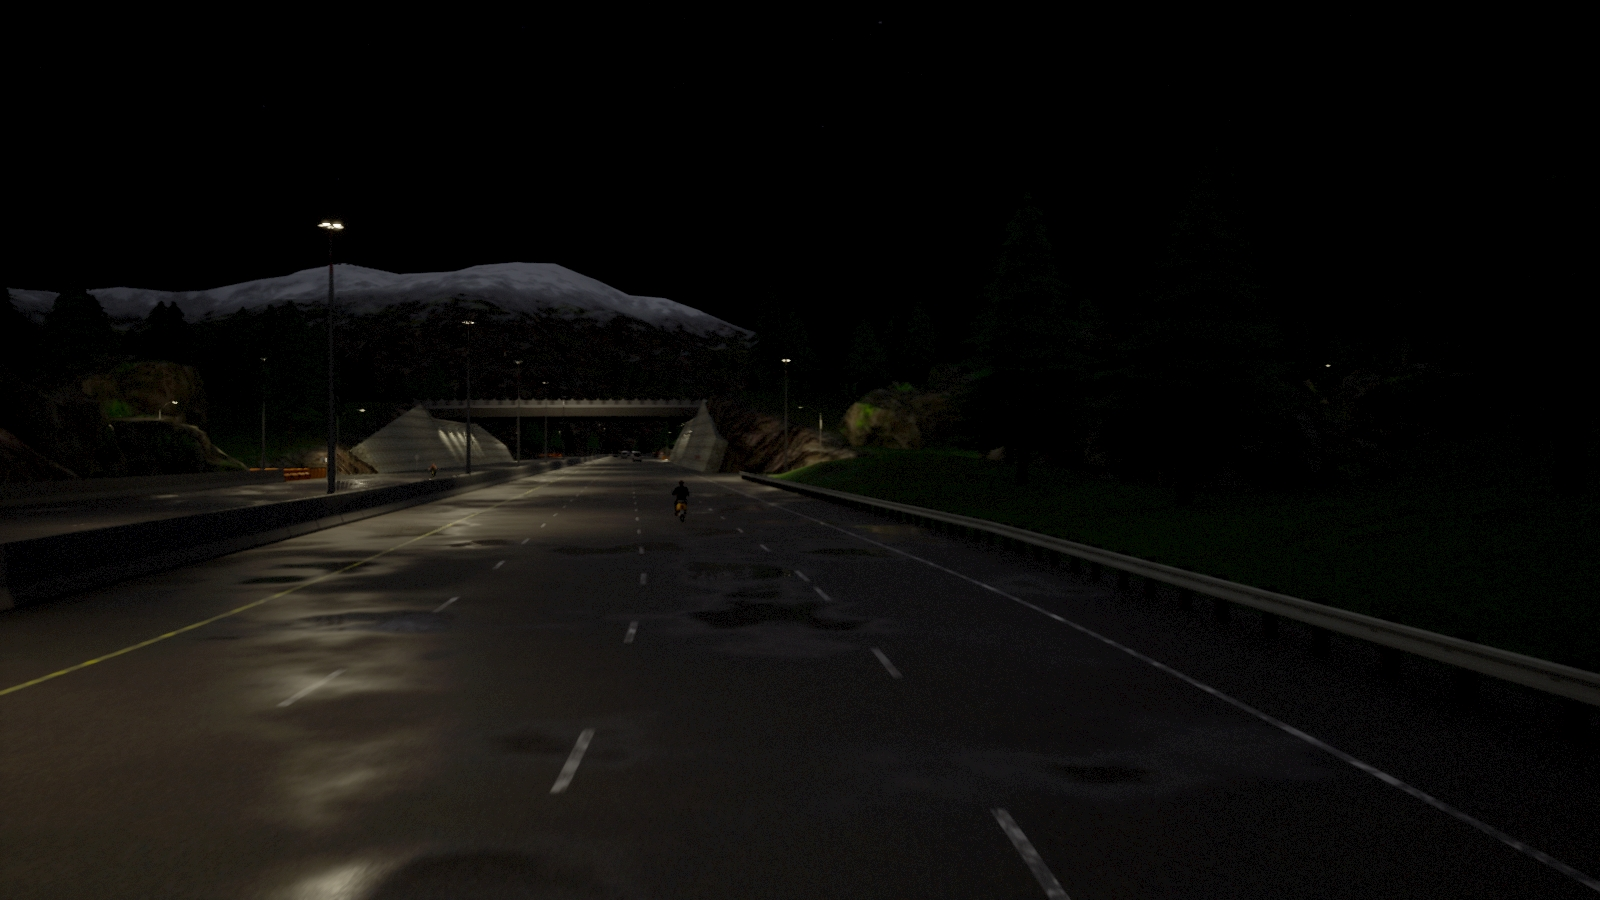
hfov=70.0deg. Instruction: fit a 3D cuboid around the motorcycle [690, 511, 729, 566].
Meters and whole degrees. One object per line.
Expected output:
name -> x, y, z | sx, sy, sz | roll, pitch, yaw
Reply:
motorcycle -> -2.266, 2.186, 28.567 | 0.856, 1.236, 1.805 | 0, 0, -8
